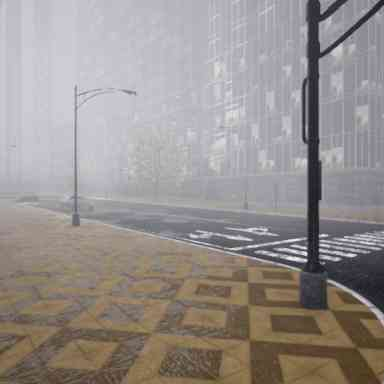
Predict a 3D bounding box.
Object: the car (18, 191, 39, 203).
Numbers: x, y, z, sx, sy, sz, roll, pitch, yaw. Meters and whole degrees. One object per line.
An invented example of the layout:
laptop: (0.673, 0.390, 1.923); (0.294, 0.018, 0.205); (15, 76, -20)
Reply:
car: (-22.077, 0.614, 44.863); (1.994, 1.385, 4.181); (0, 1, -38)

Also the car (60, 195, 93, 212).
car: (-10.510, 0.987, 30.036); (1.812, 1.442, 4.674); (0, 1, -38)
